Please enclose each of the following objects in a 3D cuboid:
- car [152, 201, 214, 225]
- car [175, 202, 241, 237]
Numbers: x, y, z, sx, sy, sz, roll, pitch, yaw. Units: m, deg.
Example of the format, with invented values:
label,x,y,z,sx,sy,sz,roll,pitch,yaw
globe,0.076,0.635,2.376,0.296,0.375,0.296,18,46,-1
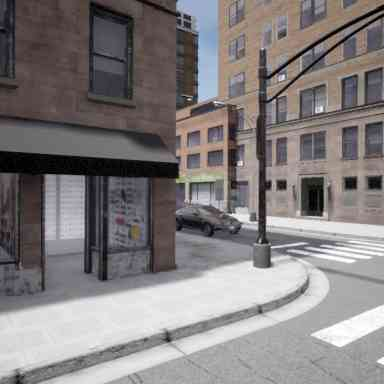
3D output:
label,x,y,z,sx,sy,sz,roll,pitch,yaw
car,-0.815,1.453,24.840,2.033,1.411,5.357,0,0,-35
car,0.600,1.444,17.920,1.812,1.442,4.674,0,0,-34
